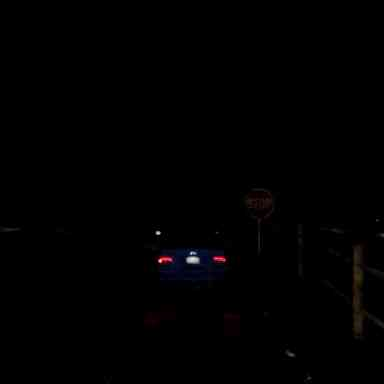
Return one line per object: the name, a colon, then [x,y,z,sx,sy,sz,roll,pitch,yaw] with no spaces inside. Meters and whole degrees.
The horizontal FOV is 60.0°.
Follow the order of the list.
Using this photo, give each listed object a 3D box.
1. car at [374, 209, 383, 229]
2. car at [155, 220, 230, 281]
car: [14.735,1.511,21.549,5.566,2.045,2.150,1,-1,1]
car: [-0.113,1.551,9.859,2.033,1.411,5.357,0,0,-3]
